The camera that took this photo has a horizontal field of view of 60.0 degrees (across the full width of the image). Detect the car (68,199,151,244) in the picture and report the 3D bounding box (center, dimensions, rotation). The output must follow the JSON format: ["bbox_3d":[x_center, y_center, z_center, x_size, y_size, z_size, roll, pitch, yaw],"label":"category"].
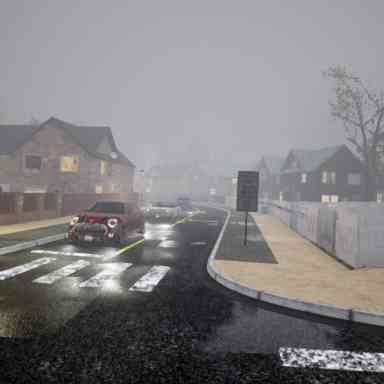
[{"bbox_3d":[-3.591,1.157,14.835,2.097,1.767,4.553,3,0,8],"label":"car"}]

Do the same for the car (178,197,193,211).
[{"bbox_3d":[-0.964,1.276,38.722,1.882,1.535,5.008,2,0,-2],"label":"car"}]

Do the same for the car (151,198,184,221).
[{"bbox_3d":[-2.133,1.400,25.581,1.895,1.301,4.718,3,0,7],"label":"car"}]
